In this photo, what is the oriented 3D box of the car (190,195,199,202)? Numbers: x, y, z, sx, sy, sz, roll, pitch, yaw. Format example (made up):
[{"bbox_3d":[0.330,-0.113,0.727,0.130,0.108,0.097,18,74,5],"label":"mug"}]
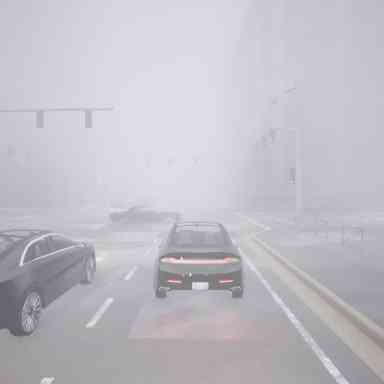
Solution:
[{"bbox_3d":[0.568,1.593,76.374,1.895,1.301,4.718,0,0,0],"label":"car"}]

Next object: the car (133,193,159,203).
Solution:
[{"bbox_3d":[-6.721,1.221,49.435,2.150,2.045,5.566,0,0,2],"label":"car"}]

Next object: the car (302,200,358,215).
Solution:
[{"bbox_3d":[13.456,1.492,32.929,5.357,1.411,2.033,0,0,0],"label":"car"}]

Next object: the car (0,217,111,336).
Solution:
[{"bbox_3d":[-3.396,1.492,6.649,2.128,1.511,4.902,0,0,1],"label":"car"}]

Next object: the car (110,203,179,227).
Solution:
[{"bbox_3d":[-2.944,1.573,22.198,4.718,1.301,1.895,0,0,0],"label":"car"}]

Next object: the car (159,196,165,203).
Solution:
[{"bbox_3d":[-6.631,1.492,59.649,2.128,1.511,4.902,0,0,1],"label":"car"}]

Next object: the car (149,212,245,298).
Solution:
[{"bbox_3d":[0.139,1.492,8.467,2.128,1.511,4.902,0,0,0],"label":"car"}]

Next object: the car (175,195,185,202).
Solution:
[{"bbox_3d":[-2.937,1.497,75.743,1.837,1.490,4.892,0,0,0],"label":"car"}]

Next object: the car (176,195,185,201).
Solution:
[{"bbox_3d":[-2.864,1.523,85.445,2.033,1.411,5.357,0,0,0],"label":"car"}]

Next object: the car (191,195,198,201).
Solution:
[{"bbox_3d":[0.636,1.461,85.419,1.882,1.535,5.008,0,0,0],"label":"car"}]

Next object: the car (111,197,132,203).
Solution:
[{"bbox_3d":[-10.249,1.564,47.117,1.994,1.385,4.181,0,0,0],"label":"car"}]
